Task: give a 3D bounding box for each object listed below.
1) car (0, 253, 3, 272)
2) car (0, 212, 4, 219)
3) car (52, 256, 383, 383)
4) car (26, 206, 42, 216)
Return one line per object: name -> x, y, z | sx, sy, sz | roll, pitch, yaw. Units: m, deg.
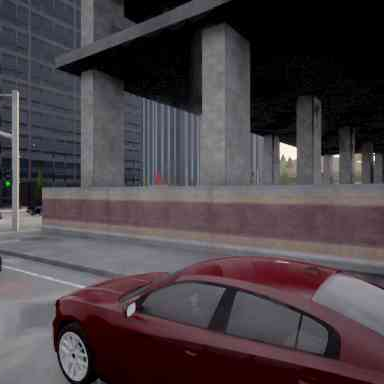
car -> -6.876, 1.564, 8.844 | 4.181, 1.385, 1.994 | 0, 0, 36
car -> -16.541, 1.603, 23.701 | 2.033, 1.411, 5.357 | 0, 0, 36
car -> 0.470, 1.478, 3.655 | 5.008, 1.535, 1.882 | 0, 0, 35
car -> -14.070, 1.656, 33.511 | 1.895, 1.301, 4.718 | 0, 0, 36
